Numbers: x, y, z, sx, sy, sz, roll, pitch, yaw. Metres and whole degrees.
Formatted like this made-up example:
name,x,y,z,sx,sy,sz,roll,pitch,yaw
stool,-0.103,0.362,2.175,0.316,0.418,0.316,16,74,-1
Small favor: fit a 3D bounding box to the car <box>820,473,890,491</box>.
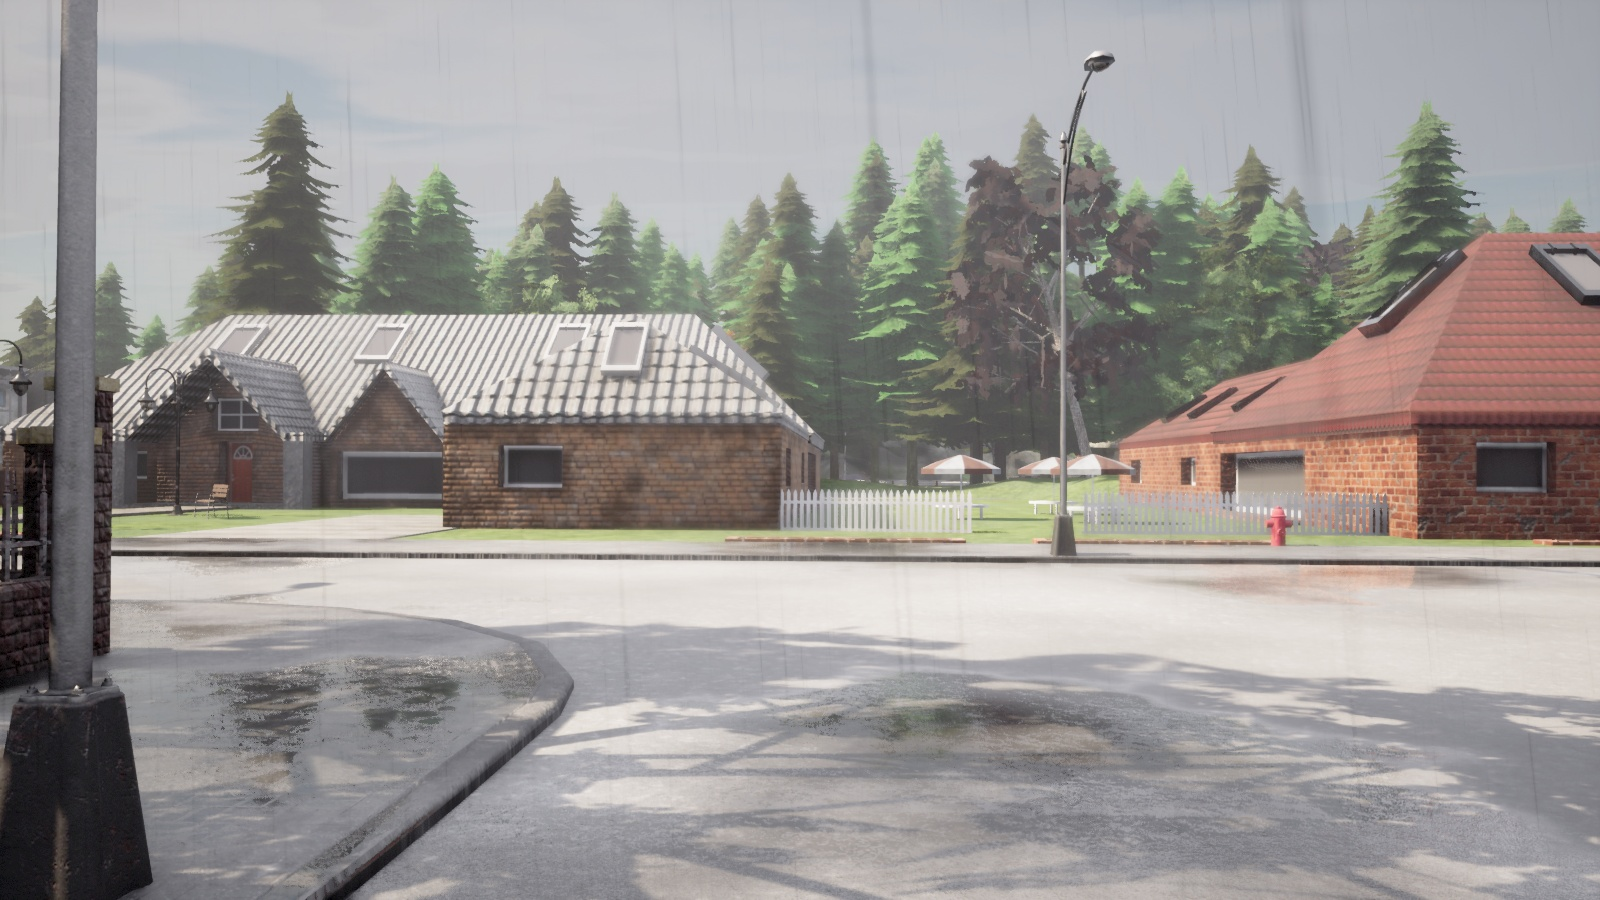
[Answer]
name,x,y,z,sx,sy,sz,roll,pitch,yaw
car,4.302,2.483,97.774,5.357,1.411,2.033,0,-1,2
